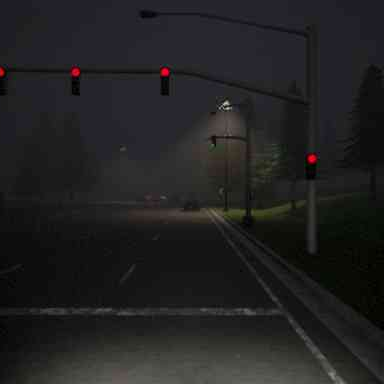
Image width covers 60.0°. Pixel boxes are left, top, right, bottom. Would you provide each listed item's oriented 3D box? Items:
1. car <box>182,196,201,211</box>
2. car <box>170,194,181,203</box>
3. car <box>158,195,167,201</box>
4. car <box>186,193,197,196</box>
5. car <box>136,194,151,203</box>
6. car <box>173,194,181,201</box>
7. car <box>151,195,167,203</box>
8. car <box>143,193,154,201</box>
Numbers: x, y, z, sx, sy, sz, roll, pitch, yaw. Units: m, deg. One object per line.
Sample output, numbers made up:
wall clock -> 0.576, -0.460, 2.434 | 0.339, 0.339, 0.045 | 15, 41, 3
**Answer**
car -> -0.053, 1.533, 39.898 | 1.812, 1.442, 4.674 | 0, 0, 0
car -> -3.594, 1.557, 70.923 | 1.994, 1.385, 4.181 | 0, 0, 0
car -> -7.107, 1.371, 80.921 | 1.812, 1.442, 4.674 | 0, 0, 0
car -> -0.093, 1.229, 70.541 | 2.150, 2.045, 5.566 | 0, 0, 0
car -> -10.593, 1.544, 70.497 | 2.033, 1.411, 5.357 | 0, 0, 0
car -> -3.607, 1.324, 80.926 | 1.882, 1.535, 5.008 | 0, 0, 0
car -> -7.094, 1.600, 70.948 | 1.895, 1.301, 4.718 | 0, 0, 0
car -> -10.607, 1.202, 80.887 | 2.097, 1.767, 4.553 | 0, 0, 0
